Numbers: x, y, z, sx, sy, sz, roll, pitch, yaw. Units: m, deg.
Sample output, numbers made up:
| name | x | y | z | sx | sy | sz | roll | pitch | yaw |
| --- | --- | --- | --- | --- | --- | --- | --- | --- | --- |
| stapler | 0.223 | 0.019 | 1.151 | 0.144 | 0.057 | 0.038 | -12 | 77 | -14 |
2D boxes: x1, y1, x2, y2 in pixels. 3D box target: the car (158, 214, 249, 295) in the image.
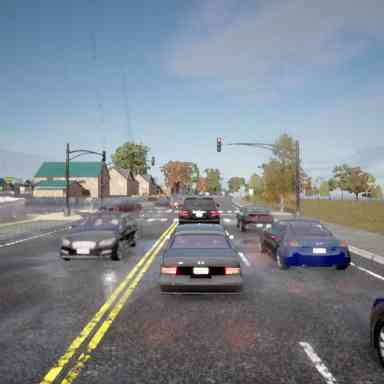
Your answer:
| name | x | y | z | sx | sy | sz | roll | pitch | yaw |
| --- | --- | --- | --- | --- | --- | --- | --- | --- | --- |
| car | 0.206 | 1.553 | 8.859 | 2.033 | 1.411 | 5.357 | 0 | 0 | 1 |

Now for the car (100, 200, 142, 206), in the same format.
| name | x | y | z | sx | sy | sz | roll | pitch | yaw |
| --- | --- | --- | --- | --- | --- | --- | --- | --- | --- |
| car | -7.899 | 1.581 | 37.556 | 2.033 | 1.411 | 5.357 | 1 | 0 | 35 |

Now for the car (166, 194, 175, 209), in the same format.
| name | x | y | z | sx | sy | sz | roll | pitch | yaw |
| --- | --- | --- | --- | --- | --- | --- | --- | --- | --- |
| car | -1.882 | 1.420 | 46.363 | 2.097 | 1.767 | 4.553 | 0 | 0 | 3 |

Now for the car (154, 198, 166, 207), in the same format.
| name | x | y | z | sx | sy | sz | roll | pitch | yaw |
| --- | --- | --- | --- | --- | --- | --- | --- | --- | --- |
| car | -4.740 | 1.652 | 52.858 | 1.994 | 1.385 | 4.181 | 0 | 0 | 4 |

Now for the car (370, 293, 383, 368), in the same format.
| name | x | y | z | sx | sy | sz | roll | pitch | yaw |
| --- | --- | --- | --- | --- | --- | --- | --- | --- | --- |
| car | 3.385 | 1.353 | 2.548 | 2.097 | 1.767 | 4.553 | 0 | 0 | 0 |

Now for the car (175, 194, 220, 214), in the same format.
| name | x | y | z | sx | sy | sz | roll | pitch | yaw |
| --- | --- | --- | --- | --- | --- | --- | --- | --- | --- |
| car | 0.425 | 1.237 | 19.106 | 2.150 | 2.045 | 5.566 | 0 | 0 | 1 |

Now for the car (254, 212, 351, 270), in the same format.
| name | x | y | z | sx | sy | sz | roll | pitch | yaw |
| --- | --- | --- | --- | --- | --- | --- | --- | --- | --- |
| car | 3.502 | 1.570 | 11.069 | 1.994 | 1.385 | 4.181 | 0 | 0 | 1 |

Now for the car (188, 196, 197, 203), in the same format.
| name | x | y | z | sx | sy | sz | roll | pitch | yaw |
| --- | --- | --- | --- | --- | --- | --- | --- | --- | --- |
| car | 0.136 | 1.670 | 73.438 | 1.812 | 1.442 | 4.674 | 0 | 0 | 5 |

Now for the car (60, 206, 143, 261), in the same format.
| name | x | y | z | sx | sy | sz | roll | pitch | yaw |
| --- | --- | --- | --- | --- | --- | --- | --- | --- | --- |
| car | -3.181 | 1.501 | 12.319 | 2.128 | 1.511 | 4.902 | 0 | 0 | 1 |

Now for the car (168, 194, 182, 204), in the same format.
| name | x | y | z | sx | sy | sz | roll | pitch | yaw |
| --- | --- | --- | --- | --- | --- | --- | --- | --- | --- |
| car | -3.462 | 1.358 | 69.467 | 2.150 | 2.045 | 5.566 | 0 | 0 | 4 |

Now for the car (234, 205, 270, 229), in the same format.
| name | x | y | z | sx | sy | sz | roll | pitch | yaw |
| --- | --- | --- | --- | --- | --- | --- | --- | --- | --- |
| car | 3.692 | 1.520 | 19.961 | 1.837 | 1.490 | 4.892 | 0 | 0 | 3 |

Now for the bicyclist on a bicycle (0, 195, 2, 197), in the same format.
| name | x | y | z | sx | sy | sz | roll | pitch | yaw |
| --- | --- | --- | --- | --- | --- | --- | --- | --- | --- |
| bicyclist on a bicycle | -23.940 | 1.036 | 41.330 | 0.582 | 1.620 | 1.656 | 1 | -1 | 16 |

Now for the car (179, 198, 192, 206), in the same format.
| name | x | y | z | sx | sy | sz | roll | pitch | yaw |
| --- | --- | --- | --- | --- | --- | --- | --- | --- | --- |
| car | -1.103 | 1.698 | 58.499 | 1.895 | 1.301 | 4.718 | 0 | 0 | 4 |
